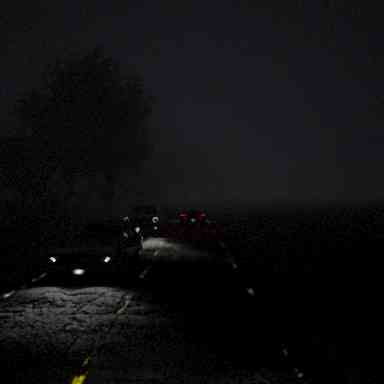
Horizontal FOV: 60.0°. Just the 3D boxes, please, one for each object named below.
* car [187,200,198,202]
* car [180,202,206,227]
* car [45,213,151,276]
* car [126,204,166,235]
[{"bbox_3d":[0.053,1.805,42.253,2.128,1.511,4.902,0,0,0],"label":"car"},{"bbox_3d":[0.070,1.726,24.669,1.812,1.442,4.674,0,0,0],"label":"car"},{"bbox_3d":[-2.830,1.641,10.969,2.033,1.411,5.357,0,-1,0],"label":"car"},{"bbox_3d":[-2.769,1.531,19.967,2.097,1.767,4.553,0,0,0],"label":"car"}]
